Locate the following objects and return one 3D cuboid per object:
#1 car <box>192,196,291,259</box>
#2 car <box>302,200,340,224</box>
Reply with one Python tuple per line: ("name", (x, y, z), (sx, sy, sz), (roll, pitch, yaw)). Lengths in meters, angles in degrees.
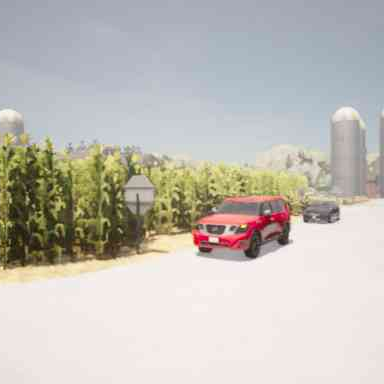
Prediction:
("car", (2.220, 1.212, 13.228), (2.150, 2.045, 5.566), (0, 0, 33))
("car", (9.467, 1.397, 24.172), (1.837, 1.490, 4.892), (0, 0, 34))
